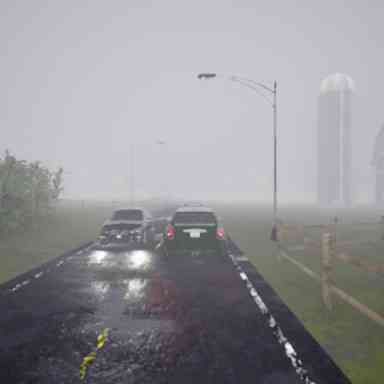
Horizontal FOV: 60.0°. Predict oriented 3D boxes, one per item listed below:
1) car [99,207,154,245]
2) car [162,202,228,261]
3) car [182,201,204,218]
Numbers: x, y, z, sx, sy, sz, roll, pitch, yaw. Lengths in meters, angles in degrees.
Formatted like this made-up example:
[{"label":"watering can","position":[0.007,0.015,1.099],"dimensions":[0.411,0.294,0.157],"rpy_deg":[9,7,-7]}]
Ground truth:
[{"label":"car","position":[-2.847,1.488,15.394],"dimensions":[1.837,1.490,4.892],"rpy_deg":[0,0,0]},{"label":"car","position":[0.096,1.337,12.409],"dimensions":[2.097,1.767,4.553],"rpy_deg":[0,0,0]},{"label":"car","position":[0.089,1.575,30.302],"dimensions":[1.895,1.301,4.718],"rpy_deg":[0,0,0]}]
